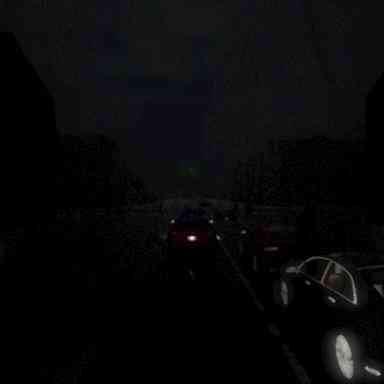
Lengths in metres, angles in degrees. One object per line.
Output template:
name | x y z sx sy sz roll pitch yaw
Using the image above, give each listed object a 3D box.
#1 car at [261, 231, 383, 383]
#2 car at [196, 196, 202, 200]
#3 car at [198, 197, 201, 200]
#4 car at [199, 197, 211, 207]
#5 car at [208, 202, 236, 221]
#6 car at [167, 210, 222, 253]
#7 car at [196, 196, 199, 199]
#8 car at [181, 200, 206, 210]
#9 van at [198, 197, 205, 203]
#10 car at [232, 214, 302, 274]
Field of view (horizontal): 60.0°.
car | 2.624 1.599 5.240 2.008 1.369 4.403 -1 -1 0
car | 2.652 2.338 81.994 1.887 1.381 4.507 -1 -1 0
car | 2.649 2.265 70.930 1.802 1.307 4.206 -1 -1 0
car | 2.644 2.118 59.865 1.887 1.381 4.507 -1 -1 0
car | 2.632 1.806 27.422 2.008 1.369 4.403 -1 -1 0
car | 0.011 1.696 14.317 1.994 1.385 4.181 0 0 0
car | 2.652 2.289 87.528 1.967 1.590 4.097 -1 -1 0
car | 0.022 1.752 29.477 1.882 1.535 5.008 0 0 0
van | 2.651 2.245 93.061 1.690 1.788 3.998 -1 -1 0
car | 2.626 1.644 10.785 1.887 1.381 4.507 -1 -1 0
